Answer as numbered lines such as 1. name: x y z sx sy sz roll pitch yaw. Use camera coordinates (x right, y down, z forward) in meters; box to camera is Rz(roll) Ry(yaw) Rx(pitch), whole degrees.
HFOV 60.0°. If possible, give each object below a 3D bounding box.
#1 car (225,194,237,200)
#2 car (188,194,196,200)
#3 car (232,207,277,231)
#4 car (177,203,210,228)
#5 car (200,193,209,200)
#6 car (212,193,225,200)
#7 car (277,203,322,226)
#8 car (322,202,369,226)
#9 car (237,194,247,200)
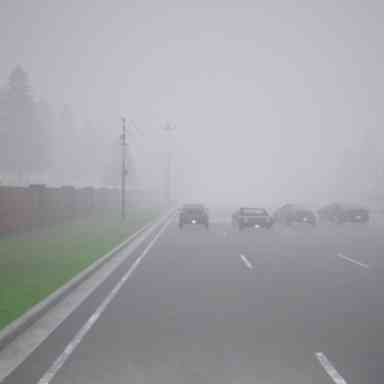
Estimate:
1. car: 10.530 1.552 91.780 1.895 1.301 4.718 0 0 0
2. car: 0.030 1.311 91.691 2.097 1.767 4.553 0 0 0
3. car: 3.607 1.593 20.617 1.895 1.301 4.718 0 0 0
4. car: 0.108 1.496 22.164 1.837 1.490 4.892 0 0 0
5. car: 3.530 1.456 91.336 1.837 1.490 4.892 0 0 0
6. car: 7.030 1.181 91.365 2.150 2.045 5.566 0 0 0
7. car: 7.094 1.516 23.190 1.812 1.442 4.674 0 0 0
8. car: 10.608 1.468 23.686 1.882 1.535 5.008 0 0 0
9. car: 14.030 1.456 91.333 1.837 1.490 4.892 0 0 0
